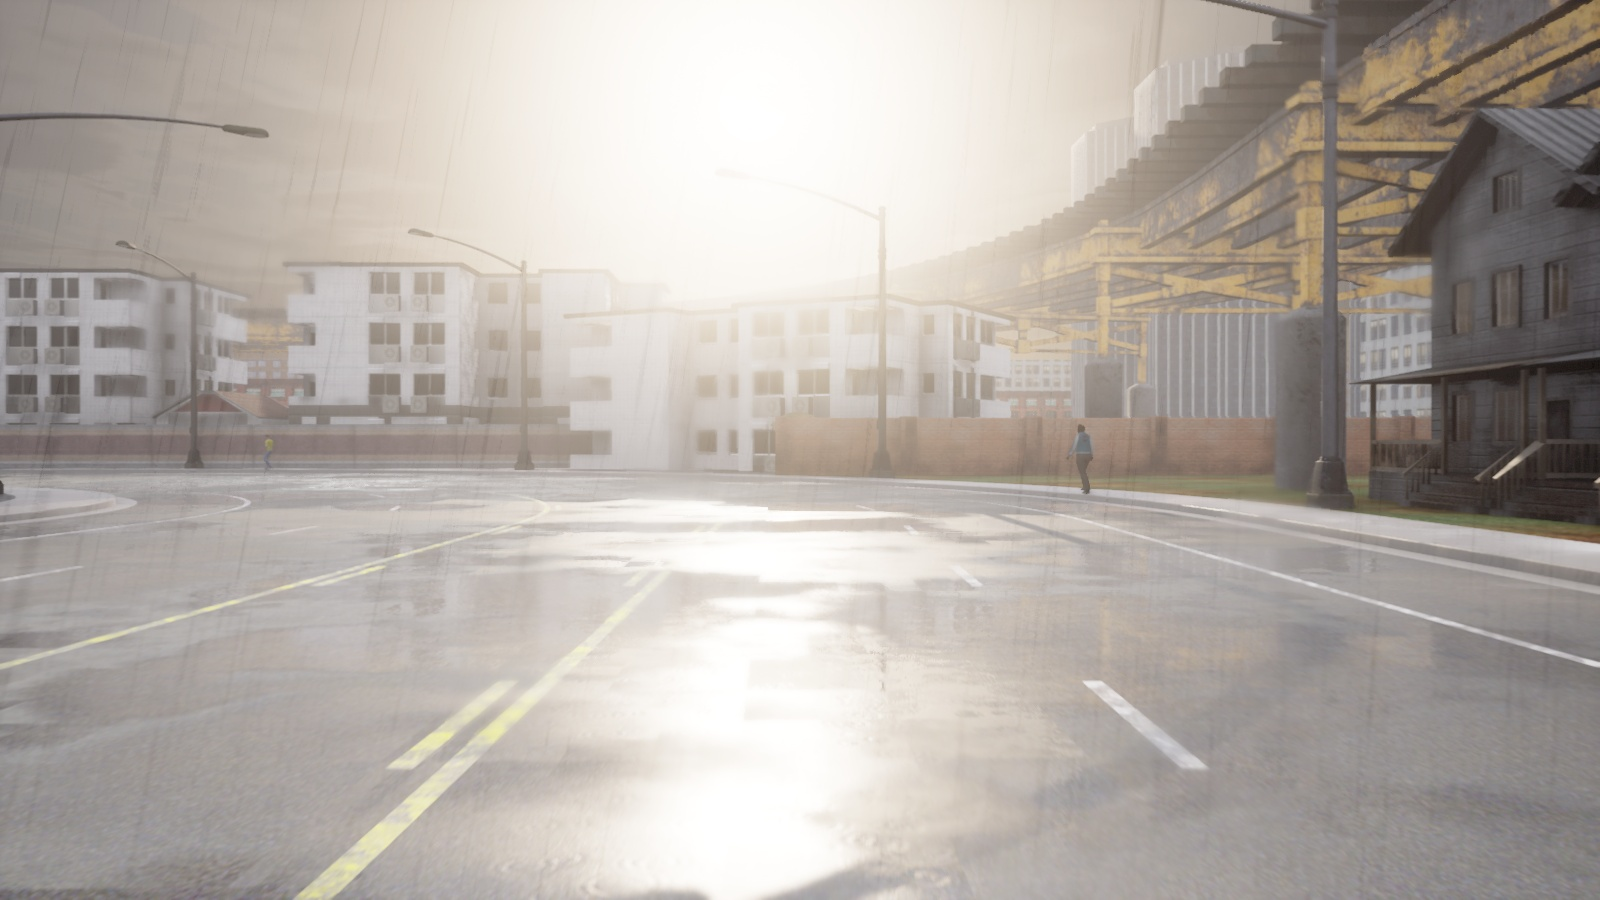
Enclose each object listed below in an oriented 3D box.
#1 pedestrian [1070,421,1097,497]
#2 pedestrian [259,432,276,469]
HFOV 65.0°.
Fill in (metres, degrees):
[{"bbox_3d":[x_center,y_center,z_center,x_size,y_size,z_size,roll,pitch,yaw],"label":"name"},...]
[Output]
[{"bbox_3d":[7.330,0.224,32.499,0.396,1.930,0.692,0,0,-17],"label":"pedestrian"},{"bbox_3d":[-26.959,0.021,63.632,0.706,1.836,0.354,0,0,8],"label":"pedestrian"}]
